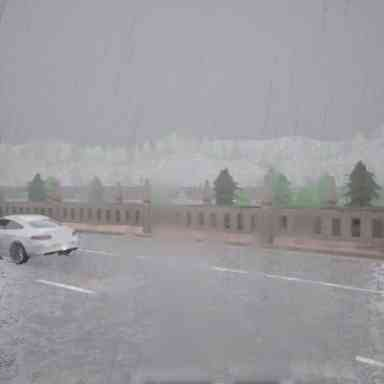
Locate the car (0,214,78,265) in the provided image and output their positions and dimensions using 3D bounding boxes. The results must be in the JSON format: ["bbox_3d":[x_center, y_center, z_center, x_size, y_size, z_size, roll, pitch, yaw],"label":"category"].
[{"bbox_3d":[-6.007,1.513,11.590,4.674,1.442,1.812,0,0,30],"label":"car"}]
